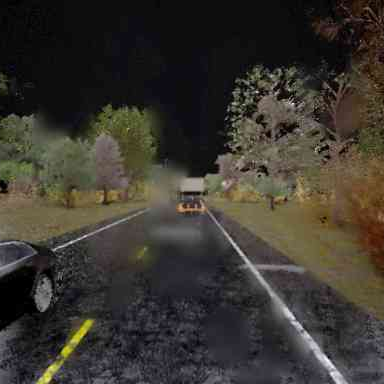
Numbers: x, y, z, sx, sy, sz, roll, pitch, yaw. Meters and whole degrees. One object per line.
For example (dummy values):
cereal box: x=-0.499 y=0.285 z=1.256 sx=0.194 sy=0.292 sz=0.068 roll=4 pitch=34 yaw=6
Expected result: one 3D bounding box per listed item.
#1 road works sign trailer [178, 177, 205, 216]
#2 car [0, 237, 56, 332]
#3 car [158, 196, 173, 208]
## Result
road works sign trailer: x=0.017 y=0.344 z=31.382 sx=2.380 sy=3.560 sz=2.880 roll=0 pitch=0 yaw=0
car: x=-3.598 y=1.471 z=4.675 sx=2.128 sy=1.511 sz=4.902 roll=0 pitch=0 yaw=0
car: x=-3.568 y=1.330 z=45.338 sx=2.128 sy=1.511 sz=4.902 roll=0 pitch=0 yaw=0
